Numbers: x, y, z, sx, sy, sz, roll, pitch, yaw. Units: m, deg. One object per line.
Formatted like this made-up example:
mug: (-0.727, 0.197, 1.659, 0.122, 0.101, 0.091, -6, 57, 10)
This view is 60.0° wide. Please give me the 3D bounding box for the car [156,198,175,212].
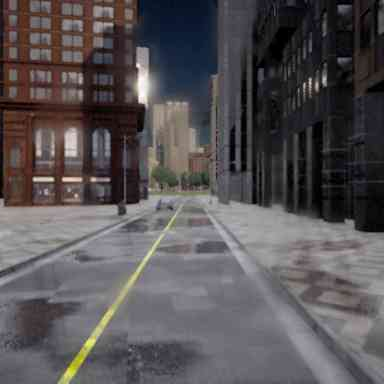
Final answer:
car: (-3.058, 1.447, 38.095, 1.812, 1.442, 4.674, 0, 0, 0)
